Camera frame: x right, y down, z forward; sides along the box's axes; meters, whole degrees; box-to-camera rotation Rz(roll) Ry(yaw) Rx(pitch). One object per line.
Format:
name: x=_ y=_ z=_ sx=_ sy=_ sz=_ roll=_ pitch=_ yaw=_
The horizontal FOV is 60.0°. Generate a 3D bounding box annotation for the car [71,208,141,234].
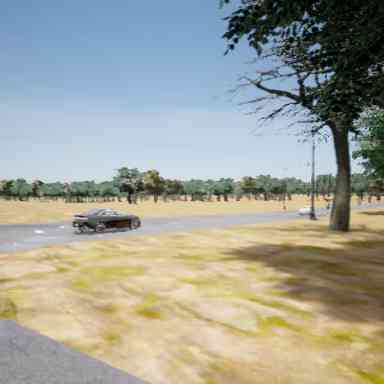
car: x=-5.523 y=1.865 z=22.052 sx=2.128 sy=1.511 sz=4.902 roll=0 pitch=-2 yaw=37

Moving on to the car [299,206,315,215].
car: x=19.404 y=3.110 z=56.248 sx=1.812 sy=1.442 sz=4.674 roll=0 pitch=-1 yaw=32

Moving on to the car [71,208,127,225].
car: x=-8.299 y=2.151 z=30.037 sx=1.895 sy=1.301 sz=4.718 roll=0 pitch=-2 yaw=37
